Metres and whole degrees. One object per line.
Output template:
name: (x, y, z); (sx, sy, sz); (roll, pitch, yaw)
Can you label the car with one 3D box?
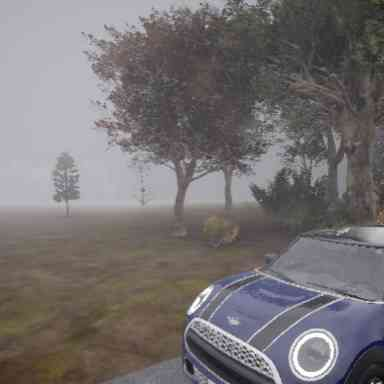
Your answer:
car: (2.107, 1.318, 4.447); (4.553, 1.767, 2.097); (0, 1, -34)
